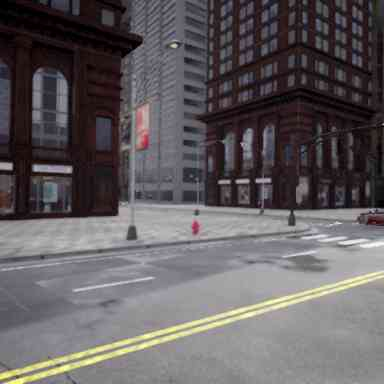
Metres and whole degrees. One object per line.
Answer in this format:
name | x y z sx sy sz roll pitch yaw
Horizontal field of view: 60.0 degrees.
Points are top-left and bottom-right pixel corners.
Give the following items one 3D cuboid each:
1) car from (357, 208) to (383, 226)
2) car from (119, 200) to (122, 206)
car | 13.525 1.774 22.971 1.994 1.385 4.181 1 -1 -13
car | -15.611 1.970 65.670 1.882 1.535 5.008 1 -1 -35
